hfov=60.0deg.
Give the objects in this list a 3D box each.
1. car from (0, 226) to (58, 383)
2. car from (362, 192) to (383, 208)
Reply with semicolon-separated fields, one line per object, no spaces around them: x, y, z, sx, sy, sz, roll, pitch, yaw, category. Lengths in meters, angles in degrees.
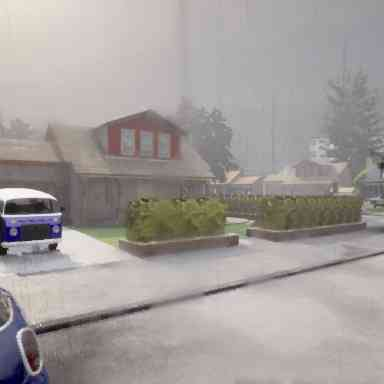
-3.427;1.353;2.124;4.553;1.767;2.097;0;0;-36;car
22.993;0.985;40.726;3.866;1.878;1.905;0;0;-1;car
